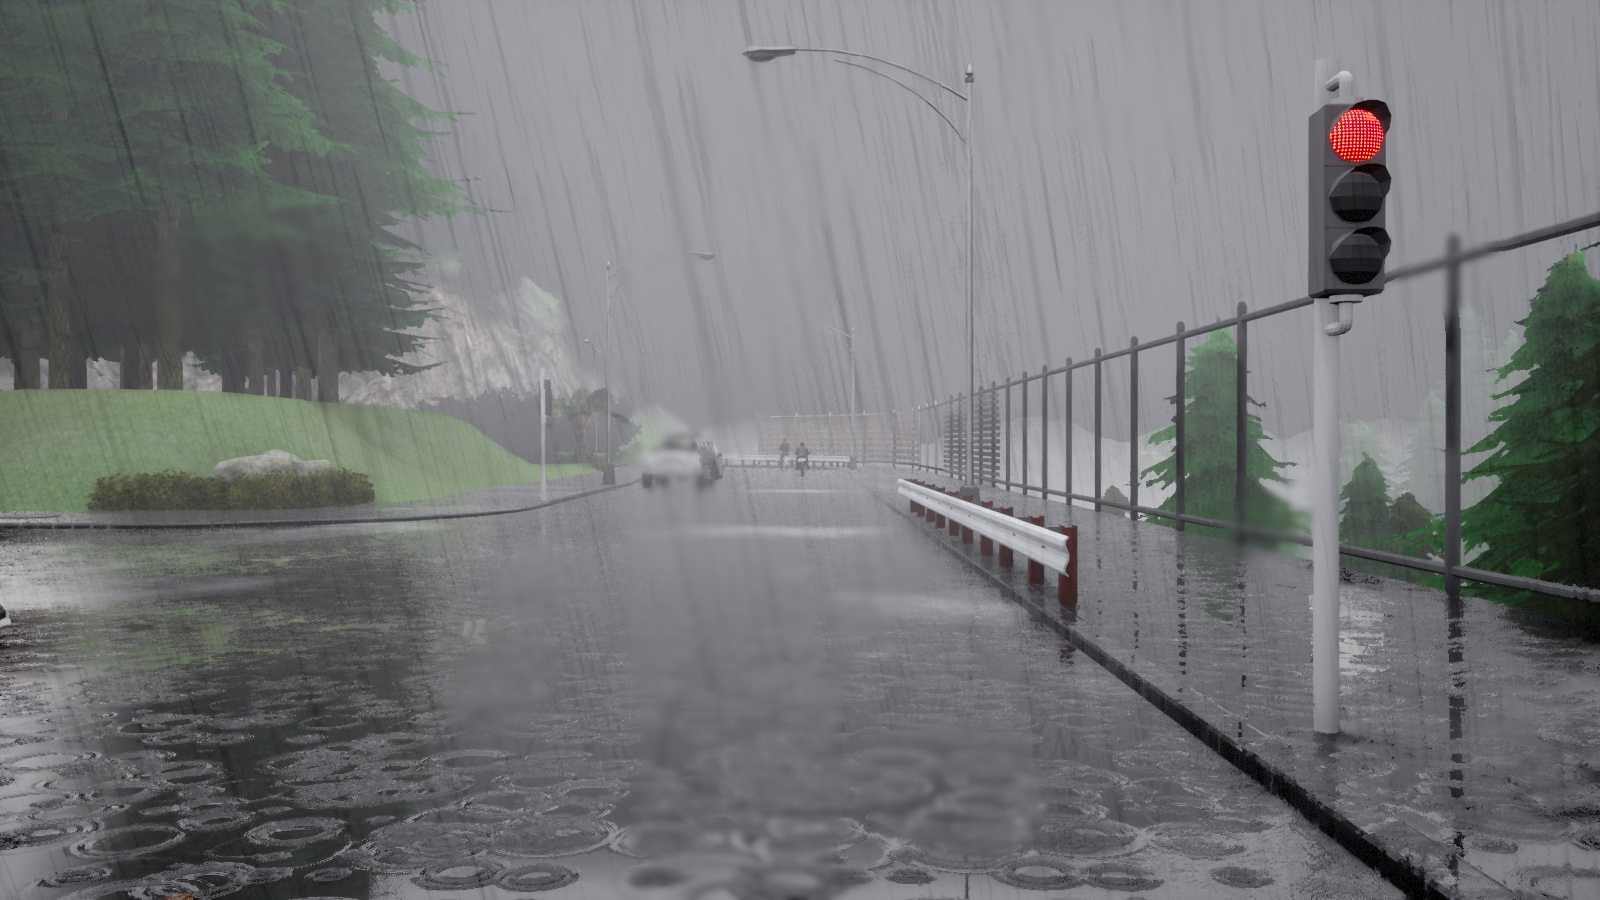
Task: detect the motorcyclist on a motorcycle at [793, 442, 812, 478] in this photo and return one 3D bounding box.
[{"bbox_3d":[0.099,0.418,54.989,0.797,1.523,2.044,0,0,0],"label":"motorcyclist on a motorcycle"}]

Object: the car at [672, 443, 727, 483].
[{"bbox_3d":[-3.912,0.478,49.425,1.845,1.501,3.633,0,0,0],"label":"car"}]

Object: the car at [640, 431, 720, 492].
[{"bbox_3d":[-3.834,0.330,40.803,1.932,1.855,4.605,0,0,3],"label":"car"}]
